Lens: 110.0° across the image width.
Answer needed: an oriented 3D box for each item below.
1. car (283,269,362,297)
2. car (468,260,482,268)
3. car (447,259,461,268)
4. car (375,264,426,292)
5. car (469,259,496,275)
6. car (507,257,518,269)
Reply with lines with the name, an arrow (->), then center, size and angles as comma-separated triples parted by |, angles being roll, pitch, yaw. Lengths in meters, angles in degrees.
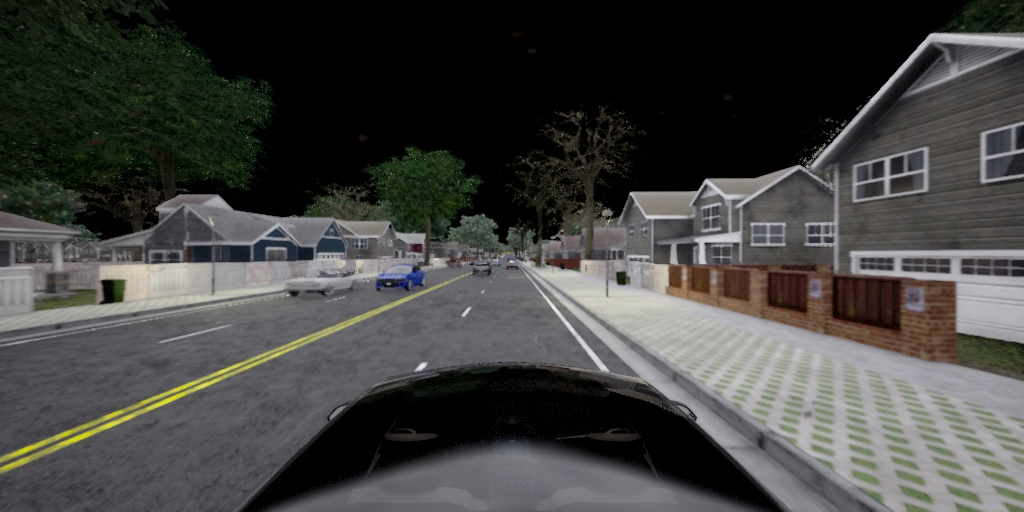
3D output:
car -> -9.859, 1.356, 19.071 | 1.895, 1.301, 4.718 | 0, 0, 0
car -> -6.553, 1.396, 63.863 | 1.895, 1.301, 4.718 | 0, 0, 0
car -> -9.810, 1.319, 61.387 | 1.812, 1.442, 4.674 | 0, 0, 0
car -> -6.609, 1.233, 21.740 | 1.882, 1.535, 5.008 | 0, 0, 0
car -> -3.170, 1.259, 39.185 | 2.128, 1.511, 4.902 | 0, 0, 0
car -> 0.067, 1.334, 57.764 | 2.033, 1.411, 5.357 | 0, 0, 0
